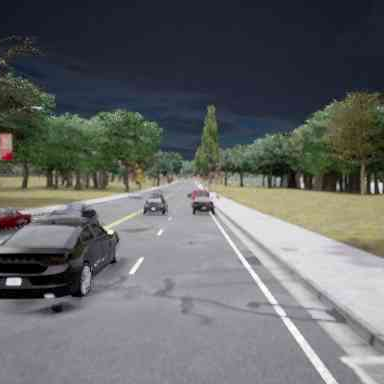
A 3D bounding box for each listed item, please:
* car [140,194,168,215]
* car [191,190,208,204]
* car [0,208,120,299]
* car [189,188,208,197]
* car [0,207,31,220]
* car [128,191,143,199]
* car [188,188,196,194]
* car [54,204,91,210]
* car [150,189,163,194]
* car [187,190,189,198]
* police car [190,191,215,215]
[{"bbox_3d":[-3.143,1.153,29.276,1.812,1.442,4.674,0,1,0],"label":"car"},{"bbox_3d":[0.984,0.670,45.396,2.097,1.767,4.553,0,1,0],"label":"car"},{"bbox_3d":[-3.148,1.412,8.360,1.882,1.535,5.008,0,1,0],"label":"car"},{"bbox_3d":[0.984,0.674,39.458,2.150,2.045,5.566,0,1,0],"label":"car"},{"bbox_3d":[-9.847,1.436,16.293,1.895,1.301,4.718,0,1,0],"label":"car"},{"bbox_3d":[-9.782,0.571,57.626,1.895,1.301,4.718,0,2,1],"label":"car"},{"bbox_3d":[0.017,-0.290,79.333,1.895,1.301,4.718,0,2,0],"label":"car"},{"bbox_3d":[-6.595,1.364,18.521,1.994,1.385,4.181,0,1,0],"label":"car"},{"bbox_3d":[-6.520,0.210,61.020,2.097,1.767,4.553,0,2,1],"label":"car"},{"bbox_3d":[0.013,0.385,63.278,1.895,1.301,4.718,0,2,0],"label":"car"},{"bbox_3d":[0.982,1.048,29.546,1.930,1.638,5.238,0,1,0],"label":"police car"}]
